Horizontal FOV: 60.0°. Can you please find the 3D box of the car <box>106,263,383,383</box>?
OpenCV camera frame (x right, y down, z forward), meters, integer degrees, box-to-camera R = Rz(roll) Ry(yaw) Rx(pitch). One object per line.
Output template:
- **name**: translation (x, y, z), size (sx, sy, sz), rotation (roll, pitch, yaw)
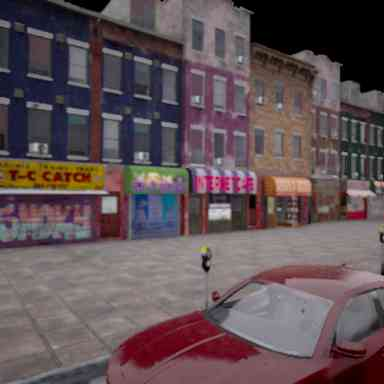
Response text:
- **car**: translation (1.280, 1.575, 3.724), size (4.507, 1.381, 1.887), rotation (1, -1, -35)
